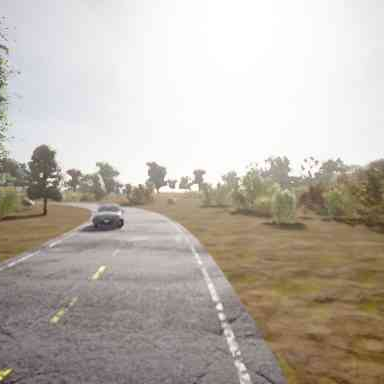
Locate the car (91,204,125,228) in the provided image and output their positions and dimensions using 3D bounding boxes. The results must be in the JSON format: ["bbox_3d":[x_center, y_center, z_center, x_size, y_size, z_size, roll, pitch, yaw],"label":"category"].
[{"bbox_3d":[-5.798,1.622,23.368,1.837,1.490,4.892,0,0,-9],"label":"car"}]
